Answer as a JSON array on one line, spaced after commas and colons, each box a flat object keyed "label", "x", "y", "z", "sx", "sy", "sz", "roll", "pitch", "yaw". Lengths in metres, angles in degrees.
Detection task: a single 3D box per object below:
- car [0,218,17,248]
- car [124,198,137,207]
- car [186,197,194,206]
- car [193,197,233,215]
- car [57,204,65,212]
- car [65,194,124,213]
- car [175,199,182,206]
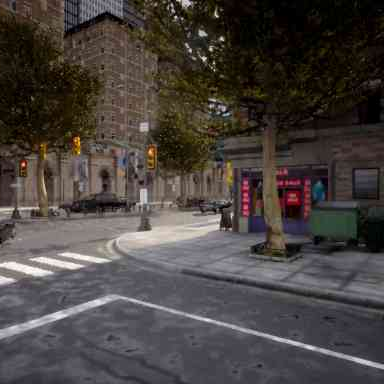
[{"label": "car", "x": -8.029, "y": 1.601, "z": 12.580, "sx": 1.895, "sy": 1.301, "sz": 4.718, "roll": 0, "pitch": 0, "yaw": -19}, {"label": "car", "x": -10.277, "y": 1.595, "z": 47.932, "sx": 1.895, "sy": 1.301, "sz": 4.718, "roll": 0, "pitch": 0, "yaw": 36}, {"label": "car", "x": 1.148, "y": 1.477, "z": 52.393, "sx": 1.882, "sy": 1.535, "sz": 5.008, "roll": 0, "pitch": 0, "yaw": 36}, {"label": "car", "x": 2.665, "y": 1.492, "z": 34.701, "sx": 2.128, "sy": 1.511, "sz": 4.902, "roll": 0, "pitch": 0, "yaw": 36}, {"label": "car", "x": -12.892, "y": 1.547, "z": 38.914, "sx": 2.033, "sy": 1.411, "sz": 5.357, "roll": 0, "pitch": 0, "yaw": 36}, {"label": "car", "x": -10.498, "y": 1.217, "z": 36.252, "sx": 2.150, "sy": 2.045, "sz": 5.566, "roll": 0, "pitch": 1, "yaw": 36}, {"label": "car", "x": -0.894, "y": 1.525, "z": 55.531, "sx": 1.812, "sy": 1.442, "sz": 4.674, "roll": 0, "pitch": 0, "yaw": 36}]
